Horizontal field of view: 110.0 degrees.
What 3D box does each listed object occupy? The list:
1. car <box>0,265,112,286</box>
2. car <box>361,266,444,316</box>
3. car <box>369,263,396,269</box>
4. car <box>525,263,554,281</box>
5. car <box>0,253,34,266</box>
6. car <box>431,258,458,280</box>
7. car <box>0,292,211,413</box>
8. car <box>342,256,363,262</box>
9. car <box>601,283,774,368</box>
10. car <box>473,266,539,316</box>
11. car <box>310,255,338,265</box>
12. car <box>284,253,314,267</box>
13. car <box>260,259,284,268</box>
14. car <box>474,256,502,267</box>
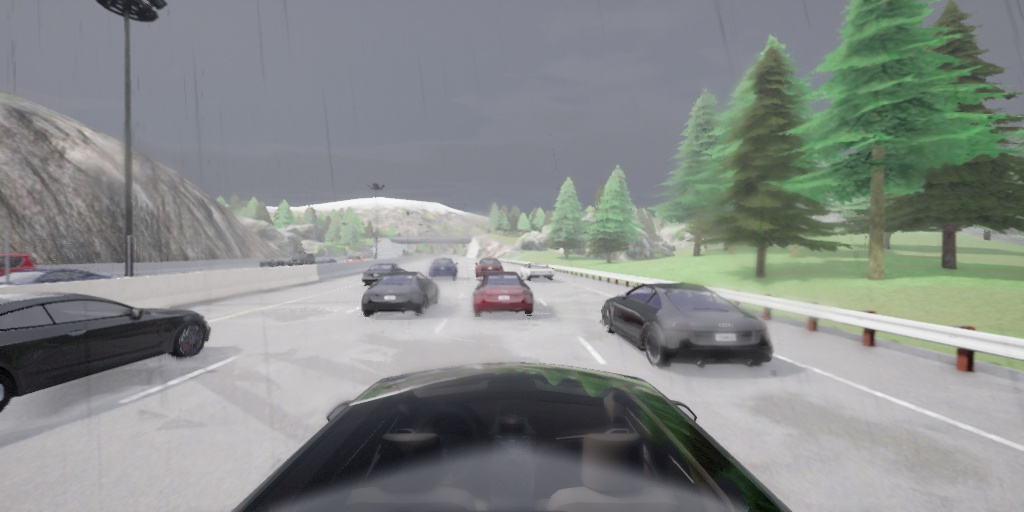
[{"bbox_3d":[-18.108,1.212,13.733,1.812,1.442,4.674,0,0,-5],"label":"car"},{"bbox_3d":[-3.873,1.236,13.018,1.994,1.385,4.181,0,0,-3],"label":"car"},{"bbox_3d":[-8.260,1.148,23.506,2.033,1.411,5.357,0,0,-7],"label":"car"},{"bbox_3d":[1.819,1.157,27.529,1.895,1.301,4.718,0,0,-7],"label":"car"},{"bbox_3d":[-21.584,0.915,13.330,2.150,2.045,5.566,0,1,-4],"label":"car"},{"bbox_3d":[-5.428,0.910,28.681,2.097,1.767,4.553,0,0,-8],"label":"car"},{"bbox_3d":[-7.039,1.259,5.339,1.812,1.442,4.674,0,0,-1],"label":"car"},{"bbox_3d":[-23.937,0.749,53.946,2.097,1.767,4.553,0,0,-9],"label":"car"},{"bbox_3d":[3.378,1.264,7.778,1.994,1.385,4.181,0,0,-2],"label":"car"},{"bbox_3d":[-0.366,1.231,12.978,1.994,1.385,4.181,0,0,-3],"label":"car"},{"bbox_3d":[-27.291,0.957,52.843,2.033,1.411,5.357,0,0,-9],"label":"car"},{"bbox_3d":[-30.863,0.635,52.970,2.150,2.045,5.566,0,0,-9],"label":"car"},{"bbox_3d":[-34.171,1.029,51.601,1.895,1.301,4.718,0,0,-9],"label":"car"},{"bbox_3d":[-1.905,0.904,28.752,2.097,1.767,4.553,0,0,-8],"label":"car"}]
